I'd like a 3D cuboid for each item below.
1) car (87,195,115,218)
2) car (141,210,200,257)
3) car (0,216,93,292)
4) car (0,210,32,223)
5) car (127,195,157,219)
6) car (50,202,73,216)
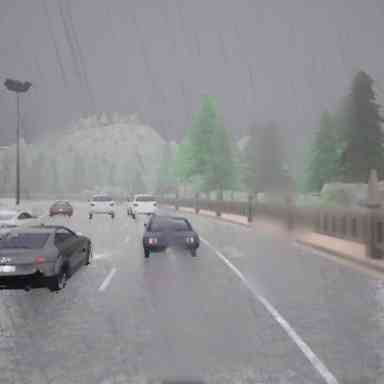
[{"bbox_3d":[-8.412,1.263,30.788,2.150,2.045,5.566,0,0,-17],"label":"car"},{"bbox_3d":[-0.950,1.610,13.046,1.895,1.301,4.718,0,0,-7],"label":"car"},{"bbox_3d":[-4.030,1.581,8.959,1.994,1.385,4.181,0,0,-5],"label":"car"},{"bbox_3d":[-8.433,1.560,15.542,1.812,1.442,4.674,0,0,-9],"label":"car"},{"bbox_3d":[-4.585,1.250,30.189,2.150,2.045,5.566,0,0,-16],"label":"car"},{"bbox_3d":[-12.782,1.620,32.705,1.994,1.385,4.181,0,0,-18],"label":"car"}]
